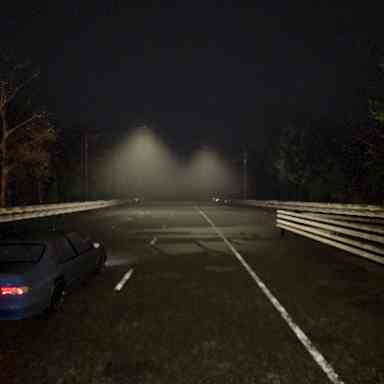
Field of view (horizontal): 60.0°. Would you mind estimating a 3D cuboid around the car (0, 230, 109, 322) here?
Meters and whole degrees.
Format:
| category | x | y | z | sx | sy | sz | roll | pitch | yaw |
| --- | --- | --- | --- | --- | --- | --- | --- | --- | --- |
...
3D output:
| category | x | y | z | sx | sy | sz | roll | pitch | yaw |
| --- | --- | --- | --- | --- | --- | --- | --- | --- | --- |
| car | -3.428 | 1.603 | 7.670 | 2.033 | 1.411 | 5.357 | 0 | 0 | 0 |
